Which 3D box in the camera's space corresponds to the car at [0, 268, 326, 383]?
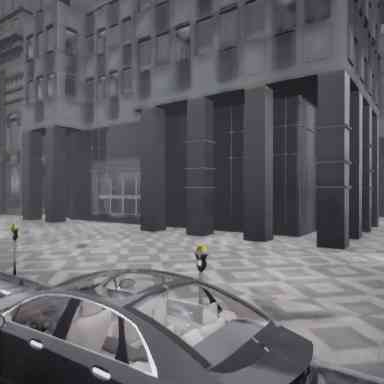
[{"bbox_3d":[-0.915,1.548,3.613,4.403,1.369,2.008,0,0,36],"label":"car"}]
